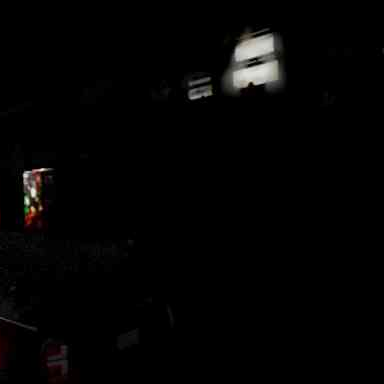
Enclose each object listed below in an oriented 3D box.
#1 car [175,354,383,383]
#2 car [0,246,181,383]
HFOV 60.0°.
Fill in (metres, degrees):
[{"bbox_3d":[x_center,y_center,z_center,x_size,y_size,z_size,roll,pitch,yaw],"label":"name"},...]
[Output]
[{"bbox_3d":[2.304,1.547,1.101,4.507,1.381,1.887,0,-1,36],"label":"car"},{"bbox_3d":[-2.194,1.435,4.320,4.097,1.590,1.967,0,-1,36],"label":"car"}]
